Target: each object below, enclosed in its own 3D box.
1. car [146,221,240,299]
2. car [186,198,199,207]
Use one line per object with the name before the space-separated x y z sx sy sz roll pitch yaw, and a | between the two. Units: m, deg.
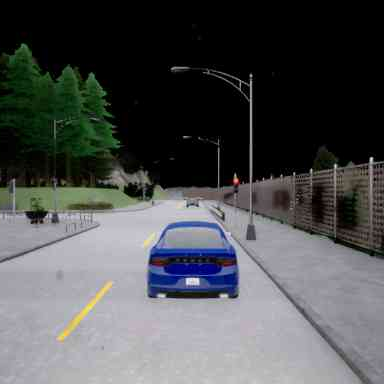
car | 0.034 1.478 8.519 1.882 1.535 5.008 0 0 0
car | 0.100 1.547 51.119 2.033 1.411 5.357 0 0 0
